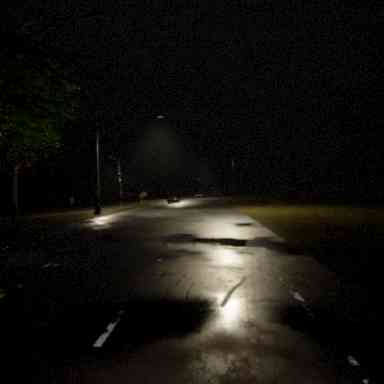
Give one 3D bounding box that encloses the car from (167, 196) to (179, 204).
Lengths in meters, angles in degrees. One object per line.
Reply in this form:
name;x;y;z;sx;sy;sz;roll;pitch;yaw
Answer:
car;-3.569;1.491;63.661;2.033;1.411;5.357;-1;0;3
